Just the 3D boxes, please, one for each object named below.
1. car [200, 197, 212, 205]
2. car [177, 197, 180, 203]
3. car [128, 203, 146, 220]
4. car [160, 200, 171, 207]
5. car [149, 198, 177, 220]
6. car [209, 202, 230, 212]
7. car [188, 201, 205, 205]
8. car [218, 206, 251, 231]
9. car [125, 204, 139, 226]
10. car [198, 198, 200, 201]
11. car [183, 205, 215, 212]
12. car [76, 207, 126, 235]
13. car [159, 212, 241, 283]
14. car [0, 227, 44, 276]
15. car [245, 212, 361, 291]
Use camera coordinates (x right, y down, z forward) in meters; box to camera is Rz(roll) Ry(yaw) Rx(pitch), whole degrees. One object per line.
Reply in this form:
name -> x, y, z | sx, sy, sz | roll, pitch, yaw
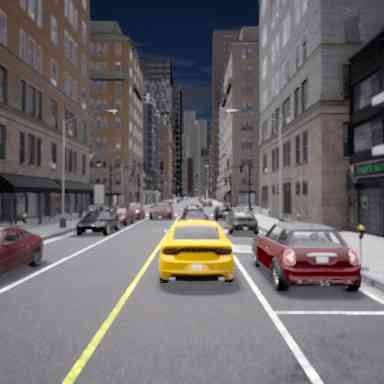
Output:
car -> 3.131, 2.198, 68.368 | 1.967, 1.590, 4.097 | 0, -1, 0
car -> -5.248, 2.631, 95.281 | 1.752, 1.417, 4.829 | 0, -1, 0
car -> -5.562, 1.770, 31.312 | 1.967, 1.590, 4.097 | 0, -1, 0
car -> -5.393, 2.339, 68.410 | 1.802, 1.307, 4.206 | 0, -1, 0
car -> -2.888, 1.703, 32.107 | 2.097, 1.767, 4.553 | 0, -1, 0
car -> 2.964, 1.897, 31.279 | 1.947, 1.339, 4.313 | 0, -1, 0
car -> 0.107, 1.854, 31.018 | 1.812, 1.442, 4.674 | 0, -1, 2
car -> 2.924, 1.765, 20.278 | 2.008, 1.369, 4.403 | 0, -1, 0
car -> -5.581, 1.853, 25.809 | 1.802, 1.307, 4.206 | 0, -1, 0
car -> 3.190, 2.443, 79.184 | 2.008, 1.369, 4.403 | 0, -1, 0
car -> 0.180, 1.786, 21.105 | 1.994, 1.385, 4.181 | 0, -1, -1
car -> -5.601, 1.779, 20.308 | 1.947, 1.339, 4.313 | 0, -1, 0
car -> 0.124, 1.584, 10.051 | 1.882, 1.535, 5.008 | 0, -1, 0
car -> -5.640, 1.679, 9.306 | 1.802, 1.307, 4.206 | 0, -1, 0
car -> 2.885, 1.538, 9.277 | 1.967, 1.590, 4.097 | 0, -1, 0
